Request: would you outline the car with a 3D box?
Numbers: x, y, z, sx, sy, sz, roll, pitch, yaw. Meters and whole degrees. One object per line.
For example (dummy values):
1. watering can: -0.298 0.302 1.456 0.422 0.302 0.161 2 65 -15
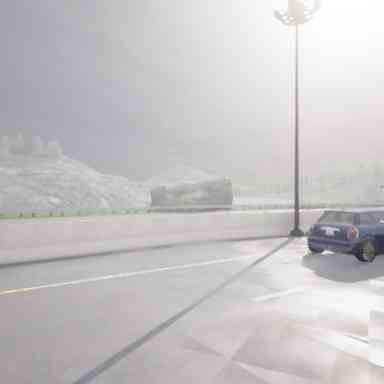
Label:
1. car: 6.389 1.365 12.090 4.553 1.767 2.097 0 0 -31
